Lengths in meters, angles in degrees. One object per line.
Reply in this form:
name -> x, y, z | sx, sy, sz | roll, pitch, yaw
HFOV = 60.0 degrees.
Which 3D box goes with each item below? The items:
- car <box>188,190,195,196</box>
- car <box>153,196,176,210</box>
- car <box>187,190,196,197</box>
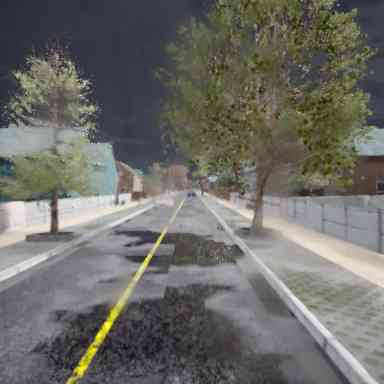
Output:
car -> -0.170, 0.199, 90.487 | 1.837, 1.490, 4.892 | 0, 1, 0
car -> -2.815, 1.105, 34.775 | 1.812, 1.442, 4.674 | 0, 1, 0
car -> -0.152, 0.340, 80.557 | 2.097, 1.767, 4.553 | 0, 1, 0
